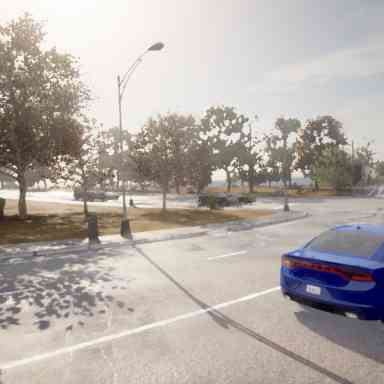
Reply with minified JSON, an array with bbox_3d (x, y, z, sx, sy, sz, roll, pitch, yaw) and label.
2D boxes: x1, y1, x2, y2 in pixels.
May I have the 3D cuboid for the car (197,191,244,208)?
[{"bbox_3d":[2.851,0.721,36.507,4.553,1.767,2.097,0,3,33],"label":"car"}]

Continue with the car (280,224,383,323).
[{"bbox_3d":[3.919,1.423,7.047,5.008,1.535,1.882,-1,1,-39],"label":"car"}]

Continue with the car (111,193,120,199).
[{"bbox_3d":[-13.304,0.480,51.370,4.718,1.301,1.895,2,4,34],"label":"car"}]

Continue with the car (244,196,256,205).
[{"bbox_3d":[5.121,0.806,39.212,4.718,1.301,1.895,0,3,33],"label":"car"}]

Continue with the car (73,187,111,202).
[{"bbox_3d":[-14.890,0.276,48.206,5.566,2.045,2.150,2,4,33],"label":"car"}]
